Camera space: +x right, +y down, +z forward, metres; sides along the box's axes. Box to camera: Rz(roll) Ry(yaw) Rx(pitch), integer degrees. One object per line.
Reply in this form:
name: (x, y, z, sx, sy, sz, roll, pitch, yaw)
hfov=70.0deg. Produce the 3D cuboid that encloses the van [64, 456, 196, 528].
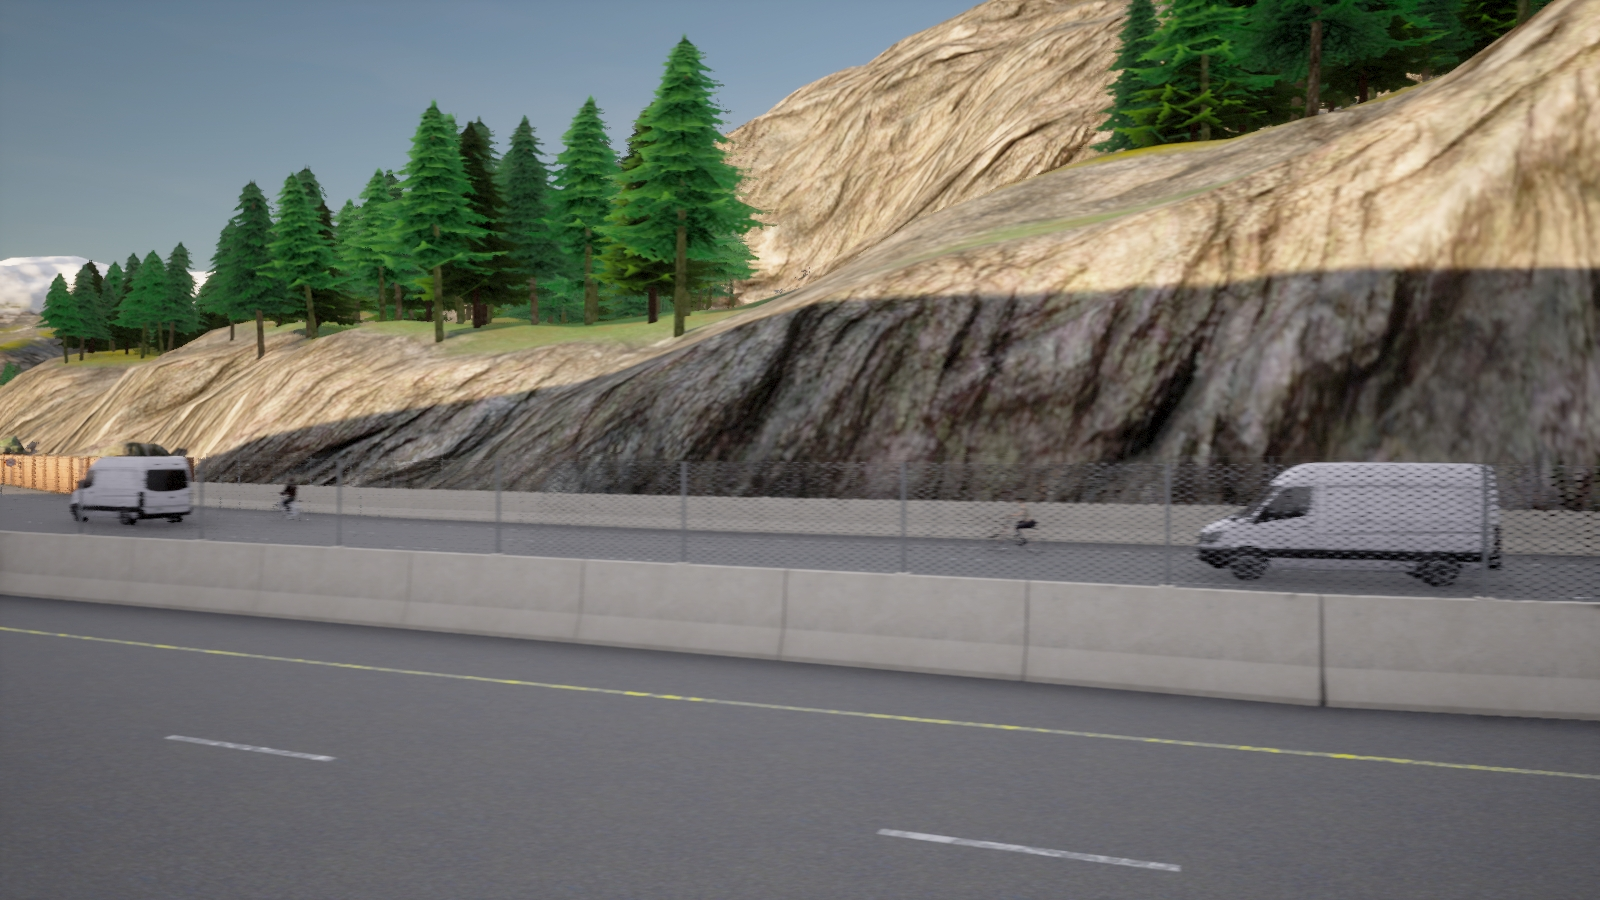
van: (-25.803, 1.546, 43.915, 5.915, 2.561, 1.988, 0, 0, 34)

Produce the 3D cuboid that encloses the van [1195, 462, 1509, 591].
van: (11.791, 1.561, 24.919, 5.915, 2.561, 1.988, 0, 0, 17)

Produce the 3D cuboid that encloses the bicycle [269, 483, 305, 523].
bicycle: (-20.012, 2.067, 44.540, 1.835, 1.489, 0.329, 0, -1, 33)
